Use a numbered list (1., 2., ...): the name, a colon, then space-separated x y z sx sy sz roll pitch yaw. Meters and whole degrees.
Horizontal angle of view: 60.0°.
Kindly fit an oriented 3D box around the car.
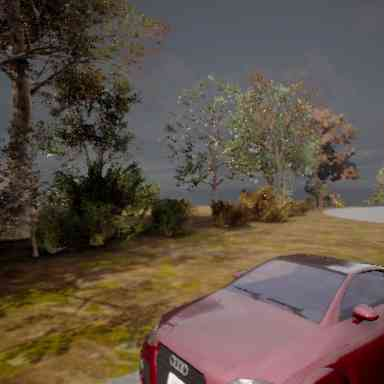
1. car: 1.488 1.541 4.138 4.181 1.385 1.994 0 1 -35
